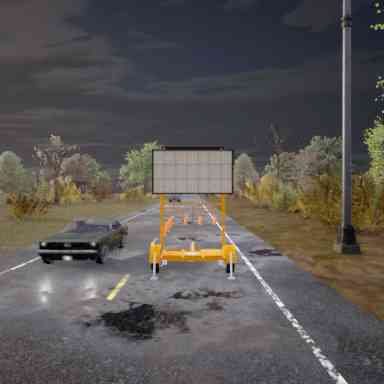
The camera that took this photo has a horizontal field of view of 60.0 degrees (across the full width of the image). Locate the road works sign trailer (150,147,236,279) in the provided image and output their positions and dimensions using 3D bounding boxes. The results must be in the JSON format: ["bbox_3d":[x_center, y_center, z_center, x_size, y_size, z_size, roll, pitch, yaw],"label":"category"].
[{"bbox_3d":[0.023,0.464,9.989,2.380,3.560,2.880,0,0,0],"label":"road works sign trailer"}]

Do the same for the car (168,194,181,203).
[{"bbox_3d":[-3.358,1.162,64.321,2.150,2.045,5.566,0,0,0],"label":"car"}]

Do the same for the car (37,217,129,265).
[{"bbox_3d":[-3.574,1.600,11.778,1.895,1.301,4.718,0,0,0],"label":"car"}]
